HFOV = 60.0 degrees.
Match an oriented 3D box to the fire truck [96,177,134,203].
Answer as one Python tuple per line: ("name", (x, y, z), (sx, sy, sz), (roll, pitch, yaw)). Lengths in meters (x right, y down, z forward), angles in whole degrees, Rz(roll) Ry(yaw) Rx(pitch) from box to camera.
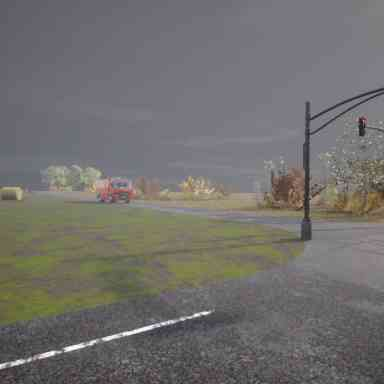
("fire truck", (-11.755, -0.352, 50.033), (2.891, 3.827, 8.468), (1, 0, -32))
